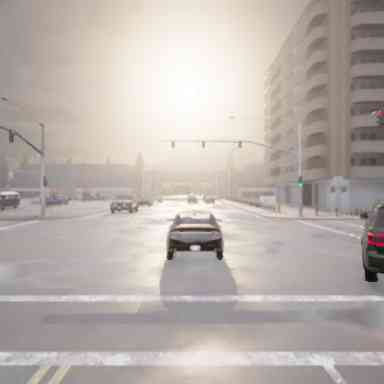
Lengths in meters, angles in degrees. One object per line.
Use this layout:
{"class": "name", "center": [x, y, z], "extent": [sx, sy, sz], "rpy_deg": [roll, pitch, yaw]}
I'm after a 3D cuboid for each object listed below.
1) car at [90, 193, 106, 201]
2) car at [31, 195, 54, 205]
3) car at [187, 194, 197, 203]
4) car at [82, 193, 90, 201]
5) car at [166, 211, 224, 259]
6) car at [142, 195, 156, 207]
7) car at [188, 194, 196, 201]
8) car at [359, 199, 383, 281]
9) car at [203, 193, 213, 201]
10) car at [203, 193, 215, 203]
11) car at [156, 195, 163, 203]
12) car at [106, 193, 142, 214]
{"class": "car", "center": [-21.039, 1.050, 76.232], "extent": [1.932, 1.855, 4.605], "rpy_deg": [0, 0, 0]}
{"class": "car", "center": [-26.703, 1.316, 58.841], "extent": [1.970, 1.475, 3.806], "rpy_deg": [0, 0, 0]}
{"class": "car", "center": [0.008, 1.388, 65.620], "extent": [1.882, 1.535, 5.008], "rpy_deg": [0, 0, 0]}
{"class": "car", "center": [-23.933, 1.053, 76.297], "extent": [1.905, 1.878, 3.866], "rpy_deg": [0, 0, 0]}
{"class": "car", "center": [0.099, 1.445, 12.347], "extent": [2.128, 1.511, 4.902], "rpy_deg": [0, 0, 0]}
{"class": "car", "center": [-7.060, 1.532, 50.805], "extent": [1.895, 1.301, 4.718], "rpy_deg": [0, 0, 0]}
{"class": "car", "center": [0.010, 1.255, 74.853], "extent": [1.837, 1.490, 4.892], "rpy_deg": [0, 0, 0]}
{"class": "car", "center": [5.988, 1.186, 9.223], "extent": [2.150, 2.045, 5.566], "rpy_deg": [-1, 0, 28]}
{"class": "car", "center": [3.510, 1.110, 74.822], "extent": [2.097, 1.767, 4.553], "rpy_deg": [0, 0, 0]}
{"class": "car", "center": [3.508, 1.436, 65.876], "extent": [1.812, 1.442, 4.674], "rpy_deg": [0, 0, 0]}
{"class": "car", "center": [-6.991, 1.403, 67.460], "extent": [2.128, 1.511, 4.902], "rpy_deg": [0, 0, 0]}
{"class": "car", "center": [-7.089, 1.168, 35.365], "extent": [2.150, 2.045, 5.566], "rpy_deg": [0, 1, 0]}
